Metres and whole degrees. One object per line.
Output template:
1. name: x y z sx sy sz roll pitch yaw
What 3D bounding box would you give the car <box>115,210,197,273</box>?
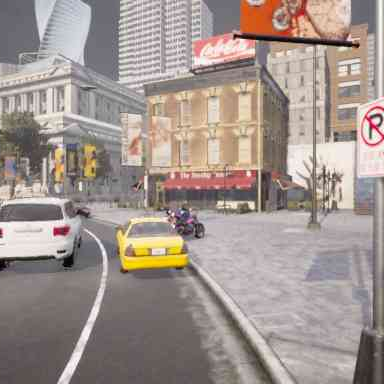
1. car: -1.478 1.456 10.764 1.801 1.575 5.366 0 0 -15

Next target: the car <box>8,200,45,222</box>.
1. car: -13.797 1.493 27.557 1.837 1.490 4.892 1 0 -37

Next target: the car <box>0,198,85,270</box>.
1. car: -5.014 1.219 11.335 2.150 2.045 5.566 0 0 -15
